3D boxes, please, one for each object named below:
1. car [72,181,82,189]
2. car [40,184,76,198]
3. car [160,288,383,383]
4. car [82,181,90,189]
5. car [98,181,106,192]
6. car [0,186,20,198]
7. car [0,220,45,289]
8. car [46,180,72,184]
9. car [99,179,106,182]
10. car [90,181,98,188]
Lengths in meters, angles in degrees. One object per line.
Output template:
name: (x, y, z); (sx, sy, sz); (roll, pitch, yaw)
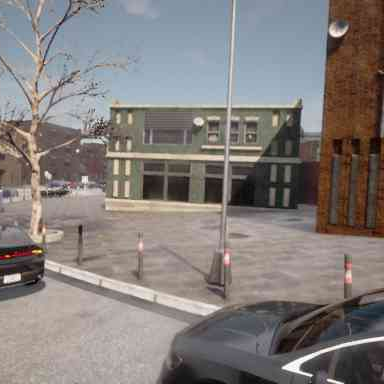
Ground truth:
car: (-26.009, -1.484, 68.519); (5.008, 1.535, 2.097); (3, 3, 20)
car: (-17.709, 0.016, 43.435); (1.895, 1.301, 4.718); (3, 2, 12)
car: (1.945, 1.505, 2.427); (4.892, 1.490, 1.837); (0, 0, 36)
car: (-25.042, -1.514, 71.100); (4.674, 1.452, 2.002); (3, 3, 20)
car: (-14.878, -0.735, 62.629); (2.128, 1.511, 4.902); (3, 3, 21)
car: (-21.960, -0.007, 37.468); (2.033, 1.411, 5.357); (3, 2, 10)
car: (-5.423, 1.414, 8.114); (4.892, 1.490, 1.837); (1, 1, 39)
car: (-26.933, -1.542, 65.913); (4.553, 1.767, 2.185); (3, 3, 20)
car: (-23.123, -1.697, 76.272); (4.892, 1.521, 2.231); (3, 3, 20)
car: (-24.046, -1.749, 73.666); (4.553, 1.767, 2.185); (3, 3, 20)
